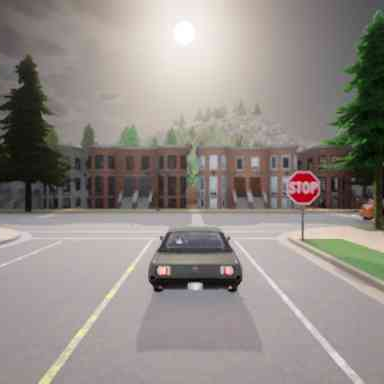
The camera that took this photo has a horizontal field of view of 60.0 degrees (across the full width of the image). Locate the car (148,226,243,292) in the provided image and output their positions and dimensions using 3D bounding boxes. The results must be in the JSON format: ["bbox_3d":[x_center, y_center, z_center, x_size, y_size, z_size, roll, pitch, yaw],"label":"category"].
[{"bbox_3d":[0.076,1.535,8.684,1.895,1.301,4.718,0,0,0],"label":"car"}]

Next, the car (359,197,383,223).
[{"bbox_3d":[14.166,1.159,22.876,4.553,1.767,2.097,0,0,0],"label":"car"}]
